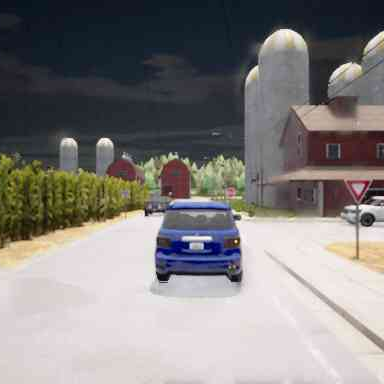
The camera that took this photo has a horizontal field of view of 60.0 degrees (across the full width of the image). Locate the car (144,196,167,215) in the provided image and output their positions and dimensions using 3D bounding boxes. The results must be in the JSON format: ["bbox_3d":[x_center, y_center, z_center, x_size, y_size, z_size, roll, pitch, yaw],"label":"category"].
[{"bbox_3d":[-3.527,1.398,34.311,2.150,2.045,5.566,0,0,0],"label":"car"}]

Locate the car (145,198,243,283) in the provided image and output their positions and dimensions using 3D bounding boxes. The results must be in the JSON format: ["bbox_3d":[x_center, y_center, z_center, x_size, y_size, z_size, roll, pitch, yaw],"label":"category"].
[{"bbox_3d":[0.310,1.276,9.988,2.150,2.045,5.566,0,0,4],"label":"car"}]

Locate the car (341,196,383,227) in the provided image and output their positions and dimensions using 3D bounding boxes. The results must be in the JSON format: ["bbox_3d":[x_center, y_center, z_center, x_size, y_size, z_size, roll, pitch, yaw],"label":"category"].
[{"bbox_3d":[13.295,1.313,22.956,5.566,2.045,2.150,0,0,-1],"label":"car"}]
